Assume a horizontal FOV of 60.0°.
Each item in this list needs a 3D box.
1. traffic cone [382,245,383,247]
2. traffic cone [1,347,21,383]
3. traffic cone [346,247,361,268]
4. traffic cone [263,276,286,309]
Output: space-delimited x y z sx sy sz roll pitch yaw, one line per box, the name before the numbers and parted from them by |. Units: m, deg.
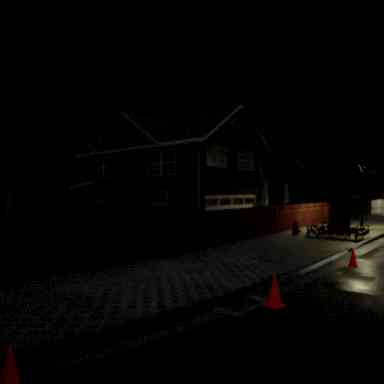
traffic cone | 8.137 1.979 13.886 0.340 0.580 0.340 0 0 41
traffic cone | -1.945 1.960 3.565 0.340 0.580 0.340 0 0 -37
traffic cone | 4.887 1.972 10.086 0.340 0.580 0.340 0 0 41
traffic cone | 1.645 1.966 6.617 0.340 0.580 0.340 0 0 -44
